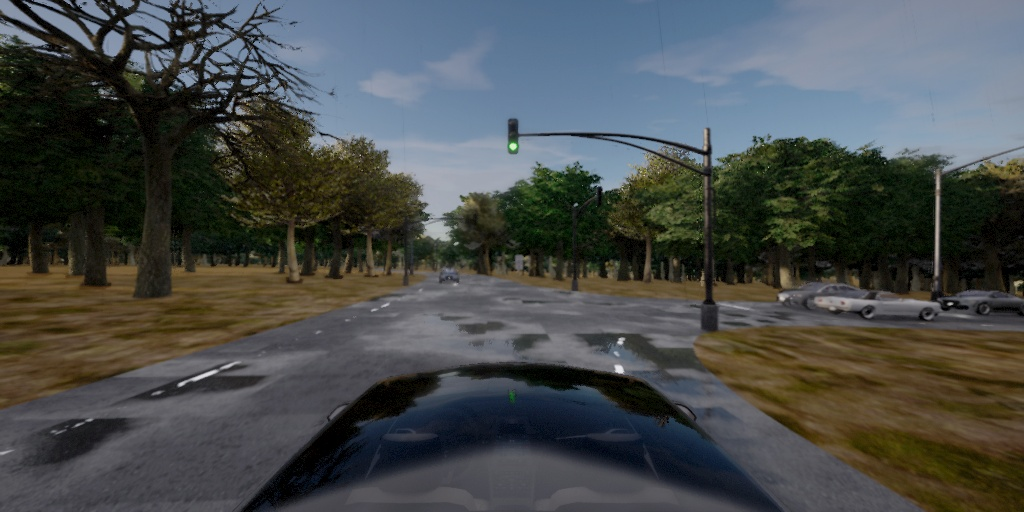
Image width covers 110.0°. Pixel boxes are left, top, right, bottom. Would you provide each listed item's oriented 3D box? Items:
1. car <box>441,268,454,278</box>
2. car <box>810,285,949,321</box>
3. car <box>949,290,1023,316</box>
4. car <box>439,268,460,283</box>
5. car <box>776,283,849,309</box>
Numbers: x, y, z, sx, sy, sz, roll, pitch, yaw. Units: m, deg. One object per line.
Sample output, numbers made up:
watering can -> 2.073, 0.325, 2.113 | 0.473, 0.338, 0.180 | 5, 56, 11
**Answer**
car -> -10.334, 2.622, 57.381 | 1.837, 1.490, 4.892 | 0, -1, -13
car -> 17.763, 2.342, 17.475 | 4.718, 1.301, 1.895 | 2, -1, -2
car -> 28.152, 2.746, 21.482 | 4.181, 1.385, 1.994 | 2, -1, -2
car -> -6.470, 2.090, 37.298 | 1.994, 1.385, 4.181 | 0, -2, -9
car -> 18.236, 2.325, 21.108 | 4.902, 1.511, 2.128 | 2, -1, -4
